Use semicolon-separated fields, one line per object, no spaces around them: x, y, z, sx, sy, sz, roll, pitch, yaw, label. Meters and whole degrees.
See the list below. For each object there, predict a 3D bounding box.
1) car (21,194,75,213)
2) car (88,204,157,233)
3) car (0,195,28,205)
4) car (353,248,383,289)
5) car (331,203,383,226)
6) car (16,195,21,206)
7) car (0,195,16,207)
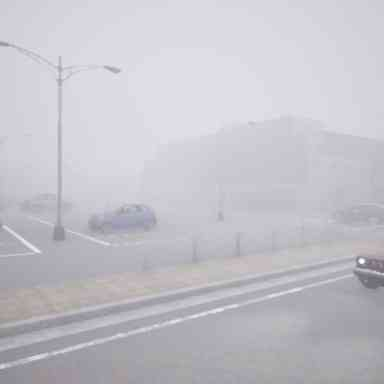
-14.337;1.134;33.604;4.605;1.855;1.932;0;0;-35;car
-3.817;1.408;18.284;3.633;1.501;1.845;0;0;-35;car
-27.597;1.268;51.321;3.806;1.475;1.970;0;0;-35;car
5.968;1.644;8.118;4.718;1.301;1.895;0;0;-35;car
12.554;1.599;24.361;1.837;1.490;4.892;1;0;-29;car
-16.338;1.112;35.751;3.866;1.878;1.905;0;0;-35;car
-23.660;1.190;46.244;5.027;1.636;2.152;0;0;-35;car
